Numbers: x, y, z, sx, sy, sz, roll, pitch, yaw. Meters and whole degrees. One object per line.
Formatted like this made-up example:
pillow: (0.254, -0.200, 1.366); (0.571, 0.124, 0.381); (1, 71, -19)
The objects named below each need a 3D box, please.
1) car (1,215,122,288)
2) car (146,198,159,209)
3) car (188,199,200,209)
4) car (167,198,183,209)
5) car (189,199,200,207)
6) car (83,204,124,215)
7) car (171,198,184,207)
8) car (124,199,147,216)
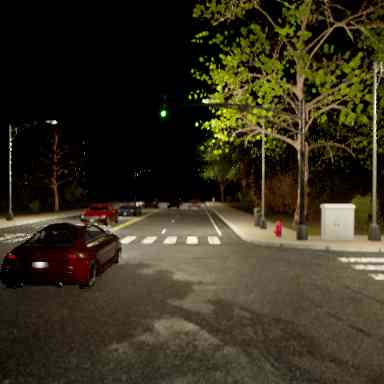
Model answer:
car: (-3.246, 1.533, 9.100); (1.994, 1.385, 4.181); (0, 0, 0)
car: (-6.202, 1.668, 50.038); (2.097, 1.767, 4.553); (0, 0, 1)
car: (0.391, 1.951, 53.086); (1.895, 1.301, 4.718); (0, 0, 1)
car: (-2.864, 1.889, 52.716); (2.033, 1.411, 5.357); (0, 0, 1)
car: (0.522, 1.985, 63.091); (1.994, 1.385, 4.181); (0, 0, 1)
car: (-6.578, 1.643, 24.232); (1.812, 1.442, 4.674); (0, 0, 1)
car: (-2.728, 1.907, 63.134); (2.128, 1.511, 4.902); (0, 0, 1)
car: (-6.430, 1.749, 34.899); (2.033, 1.411, 5.357); (0, 0, 1)
